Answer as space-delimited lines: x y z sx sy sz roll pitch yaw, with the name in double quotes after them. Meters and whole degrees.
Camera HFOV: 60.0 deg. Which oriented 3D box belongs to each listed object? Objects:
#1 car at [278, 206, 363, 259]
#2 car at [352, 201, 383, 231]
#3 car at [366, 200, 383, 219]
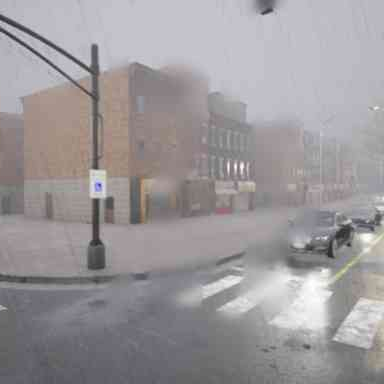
4.916 1.476 12.846 2.128 1.511 4.902 0 0 36 "car"
10.660 1.530 20.865 2.033 1.411 5.357 0 0 35 "car"
16.645 1.491 29.195 1.812 1.442 4.674 0 0 36 "car"
